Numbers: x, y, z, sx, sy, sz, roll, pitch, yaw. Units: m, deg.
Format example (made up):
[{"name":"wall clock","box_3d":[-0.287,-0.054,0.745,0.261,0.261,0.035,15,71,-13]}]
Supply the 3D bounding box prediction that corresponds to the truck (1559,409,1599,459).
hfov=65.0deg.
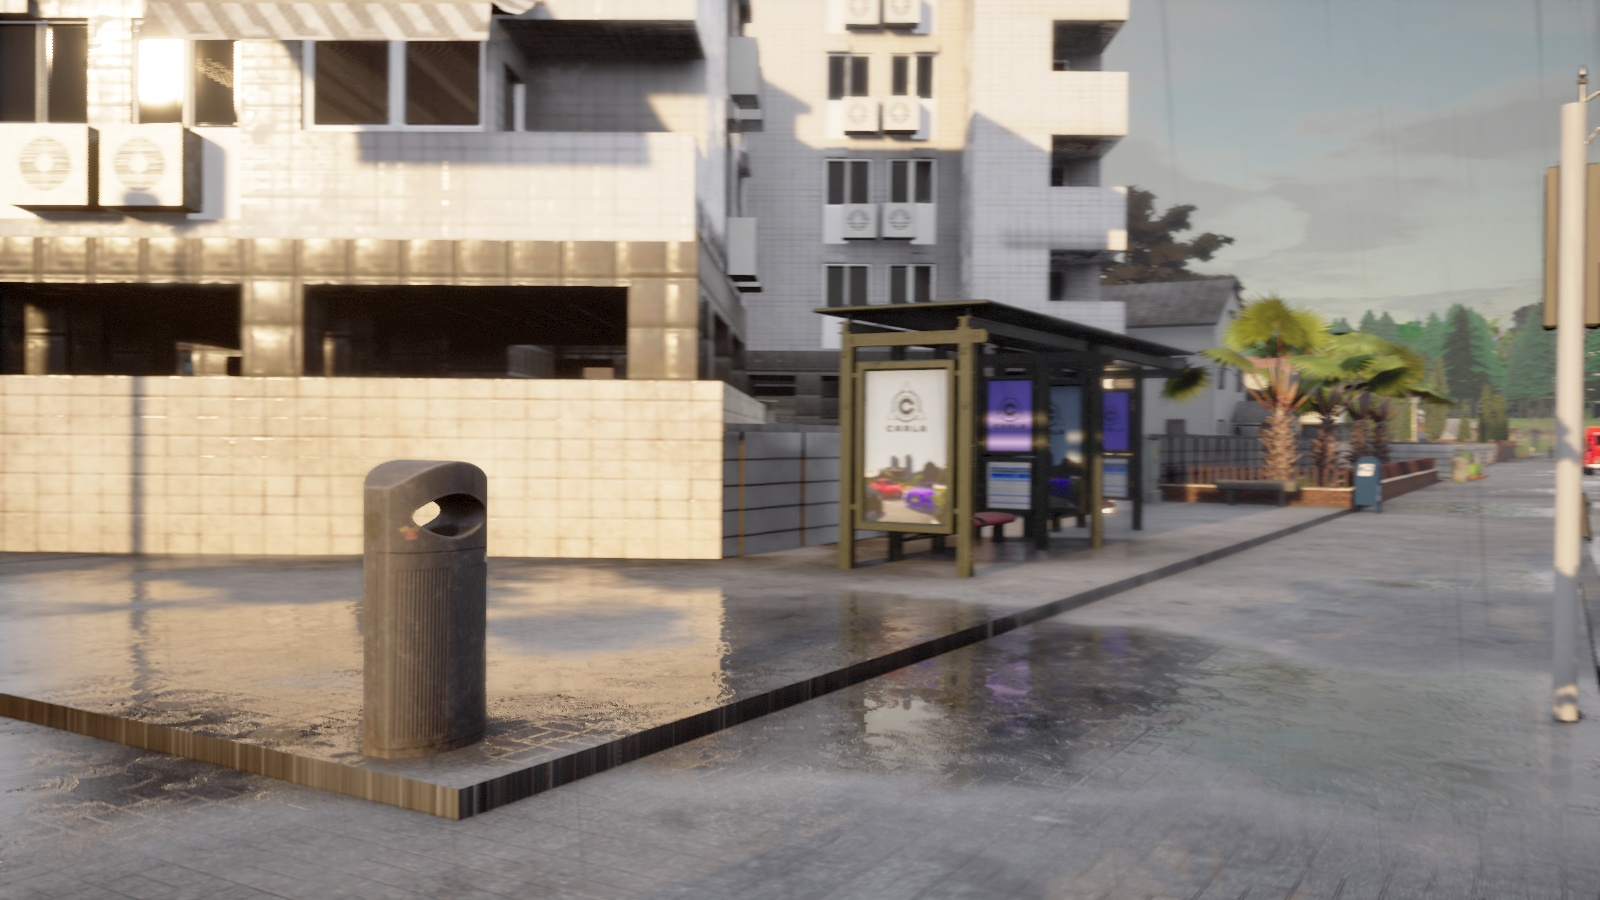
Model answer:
[{"name":"truck","box_3d":[40.596,-0.851,64.521,2.627,2.467,5.204,0,1,30]}]
